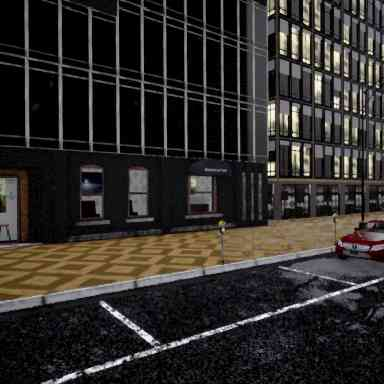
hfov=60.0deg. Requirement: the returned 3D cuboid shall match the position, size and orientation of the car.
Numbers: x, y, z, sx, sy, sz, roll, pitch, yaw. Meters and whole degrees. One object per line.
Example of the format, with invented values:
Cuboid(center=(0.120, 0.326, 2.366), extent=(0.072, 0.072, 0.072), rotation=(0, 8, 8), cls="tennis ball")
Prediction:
Cuboid(center=(6.595, 1.580, 11.242), extent=(4.206, 1.307, 1.802), rotation=(0, 0, -35), cls="car")
